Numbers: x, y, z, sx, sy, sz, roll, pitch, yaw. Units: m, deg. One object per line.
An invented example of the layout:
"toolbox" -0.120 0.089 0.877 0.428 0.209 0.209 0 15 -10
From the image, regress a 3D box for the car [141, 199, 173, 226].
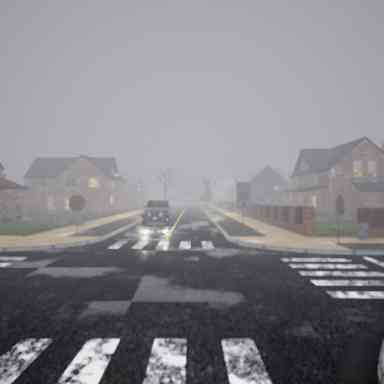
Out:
"car" -2.744 1.636 27.280 2.150 2.045 5.566 0 -1 0
